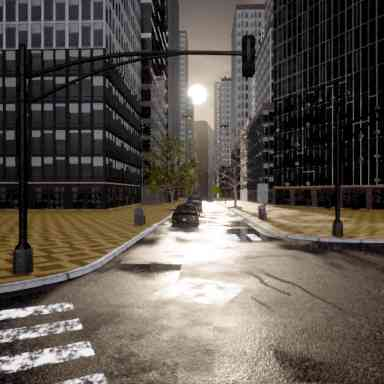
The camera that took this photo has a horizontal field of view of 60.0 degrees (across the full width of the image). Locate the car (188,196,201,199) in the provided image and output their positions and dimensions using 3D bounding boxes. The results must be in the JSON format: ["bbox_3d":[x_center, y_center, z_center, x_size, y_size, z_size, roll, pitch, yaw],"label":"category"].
[{"bbox_3d":[0.328,1.553,46.274,2.150,2.045,5.566,0,0,2],"label":"car"}]

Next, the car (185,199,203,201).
[{"bbox_3d":[-0.056,1.776,35.621,1.812,1.442,4.674,0,0,2],"label":"car"}]

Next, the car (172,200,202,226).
[{"bbox_3d":[-0.427,1.653,25.409,1.882,1.535,5.008,0,0,2],"label":"car"}]
